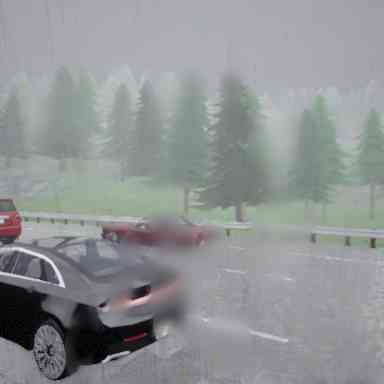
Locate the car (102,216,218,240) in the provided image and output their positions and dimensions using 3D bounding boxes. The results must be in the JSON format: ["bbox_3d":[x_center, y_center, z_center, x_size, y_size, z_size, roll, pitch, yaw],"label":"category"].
[{"bbox_3d":[-1.441,1.594,13.262,4.718,1.301,1.895,0,0,33],"label":"car"}]

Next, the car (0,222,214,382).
[{"bbox_3d":[-2.344,1.492,5.457,4.902,1.511,2.128,0,0,34],"label":"car"}]

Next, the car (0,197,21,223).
[{"bbox_3d":[-9.675,1.233,14.272,5.566,2.045,2.150,0,0,31],"label":"car"}]
